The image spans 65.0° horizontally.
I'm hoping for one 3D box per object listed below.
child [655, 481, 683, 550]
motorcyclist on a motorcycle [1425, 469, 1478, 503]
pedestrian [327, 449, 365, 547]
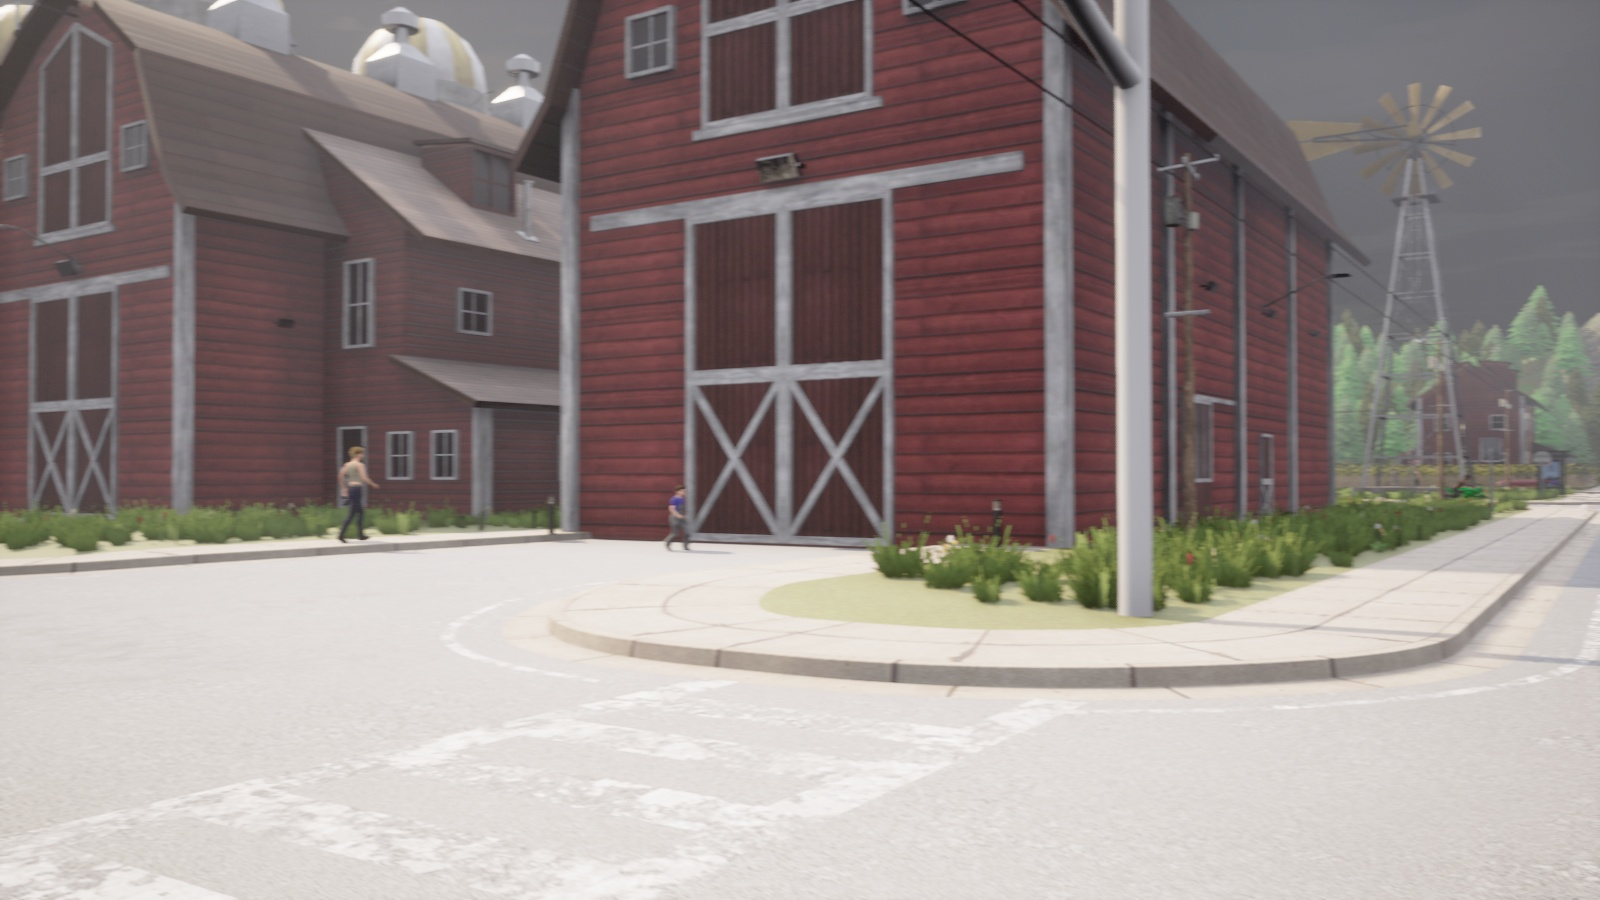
[{"bbox_3d":[-2.427,1.212,23.270,0.437,1.263,0.270,-1,-1,40],"label":"child"},{"bbox_3d":[29.910,1.653,57.635,2.044,1.523,0.797,-1,-1,37],"label":"motorcyclist on a motorcycle"},{"bbox_3d":[-8.638,0.899,23.893,0.345,1.836,0.594,-2,-2,44],"label":"pedestrian"}]
